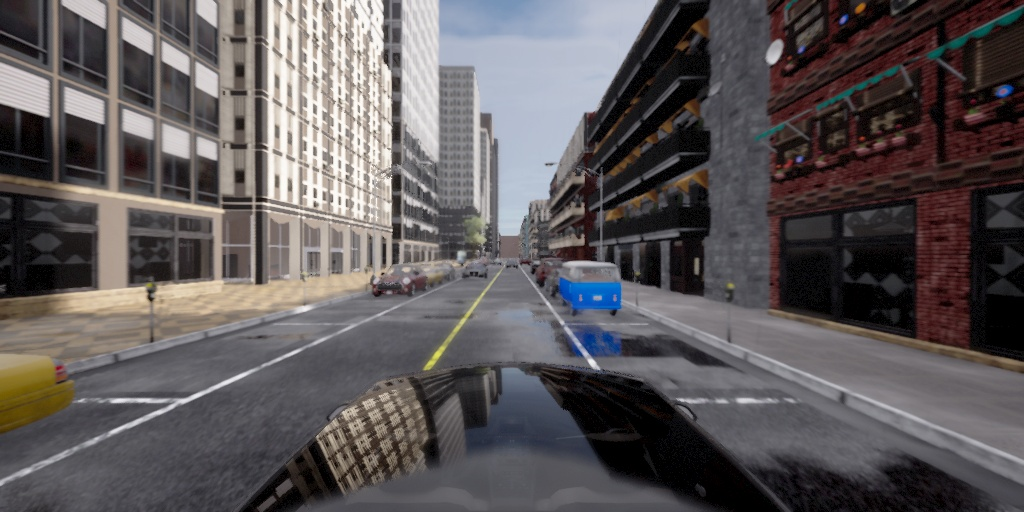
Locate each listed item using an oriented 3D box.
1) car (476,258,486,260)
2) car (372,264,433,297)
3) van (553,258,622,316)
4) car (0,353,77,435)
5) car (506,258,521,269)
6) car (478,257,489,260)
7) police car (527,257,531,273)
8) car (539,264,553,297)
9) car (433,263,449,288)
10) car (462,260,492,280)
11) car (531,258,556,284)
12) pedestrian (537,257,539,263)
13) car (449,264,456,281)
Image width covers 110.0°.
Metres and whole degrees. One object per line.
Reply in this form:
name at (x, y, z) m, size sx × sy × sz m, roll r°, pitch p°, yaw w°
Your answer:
car at (-5.690, 1.319, 57.490) m, size 1.802 × 1.307 × 4.207 m, roll 0°, pitch 0°, yaw 0°
car at (-5.690, 1.182, 18.633) m, size 1.967 × 1.591 × 4.097 m, roll 0°, pitch 0°, yaw 0°
van at (2.690, 1.085, 13.083) m, size 1.690 × 1.789 × 3.998 m, roll 0°, pitch 0°, yaw 0°
car at (-5.690, 1.275, 1.811) m, size 1.751 × 1.417 × 4.829 m, roll 0°, pitch 0°, yaw 0°
car at (0.016, 1.339, 55.543) m, size 1.895 × 1.301 × 4.718 m, roll 0°, pitch 0°, yaw 0°
car at (-5.690, 1.178, 63.040) m, size 1.967 × 1.591 × 4.097 m, roll 0°, pitch 0°, yaw 0°
police car at (3.000, 1.164, 39.460) m, size 1.930 × 1.638 × 5.238 m, roll 0°, pitch 0°, yaw 0°
car at (2.691, 1.293, 18.634) m, size 2.007 × 1.370 × 4.403 m, roll 0°, pitch 0°, yaw 0°
car at (-5.690, 1.266, 24.014) m, size 1.751 × 1.417 × 4.829 m, roll 0°, pitch 0°, yaw 0°
car at (-3.093, 1.303, 31.222) m, size 1.994 × 1.385 × 4.181 m, roll 0°, pitch 0°, yaw 0°
car at (2.690, 1.056, 24.185) m, size 2.192 × 1.841 × 5.009 m, roll 0°, pitch 0°, yaw 0°
pedestrian at (3.000, 1.032, 42.466) m, size 0.375 × 1.860 × 0.375 m, roll 0°, pitch 0°, yaw -1°
car at (-5.690, 1.290, 29.735) m, size 2.007 × 1.370 × 4.403 m, roll 0°, pitch 0°, yaw 0°
